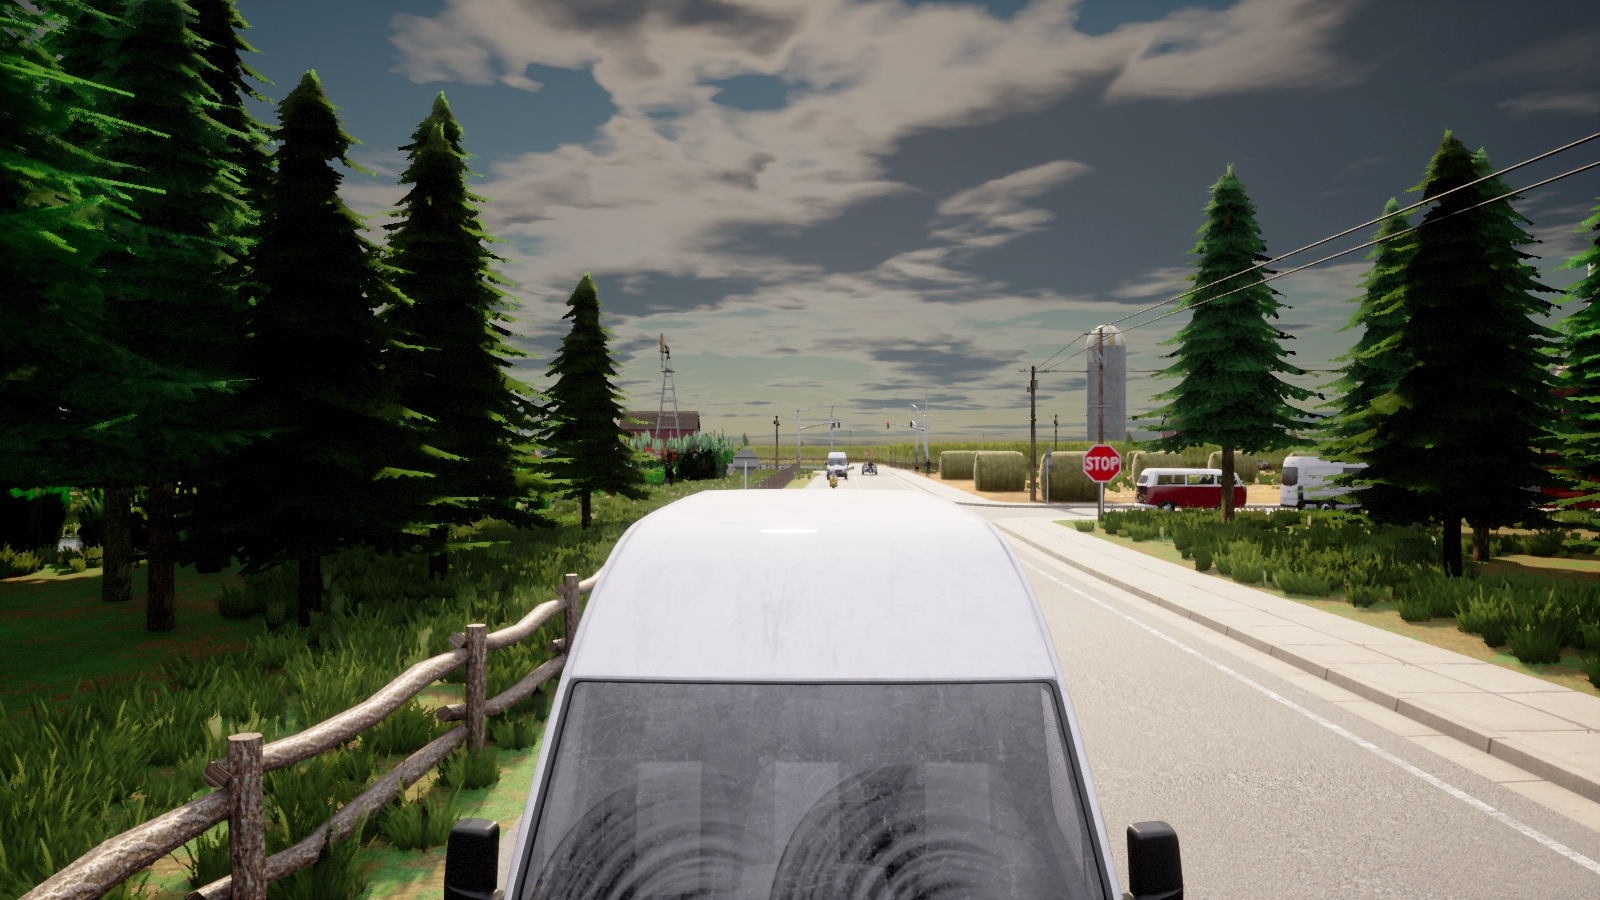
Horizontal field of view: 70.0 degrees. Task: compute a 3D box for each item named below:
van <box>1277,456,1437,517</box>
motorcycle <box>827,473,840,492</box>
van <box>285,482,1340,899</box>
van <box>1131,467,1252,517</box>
[{"bbox_3d":[23.869,1.534,49.092,5.915,2.561,1.988,0,0,-1],"label":"van"},{"bbox_3d":[2.234,2.151,76.288,0.803,1.199,2.033,0,0,2],"label":"motorcycle"},{"bbox_3d":[0.056,1.508,5.110,1.988,2.561,5.915,0,0,1],"label":"van"},{"bbox_3d":[16.767,1.783,49.041,4.480,2.038,2.069,0,0,0],"label":"van"}]
